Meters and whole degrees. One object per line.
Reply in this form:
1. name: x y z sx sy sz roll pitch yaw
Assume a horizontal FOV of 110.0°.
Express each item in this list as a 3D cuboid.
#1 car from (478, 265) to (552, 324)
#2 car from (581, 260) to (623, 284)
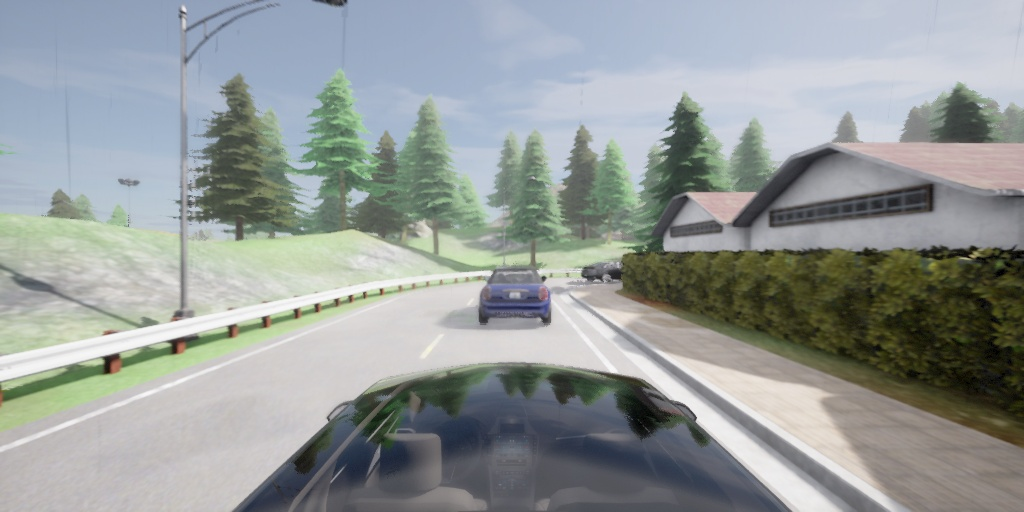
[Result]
1. car: 0.114 1.062 11.917 2.097 1.767 4.553 0 1 1
2. car: 7.265 1.125 25.410 4.902 1.511 2.128 0 0 -23
